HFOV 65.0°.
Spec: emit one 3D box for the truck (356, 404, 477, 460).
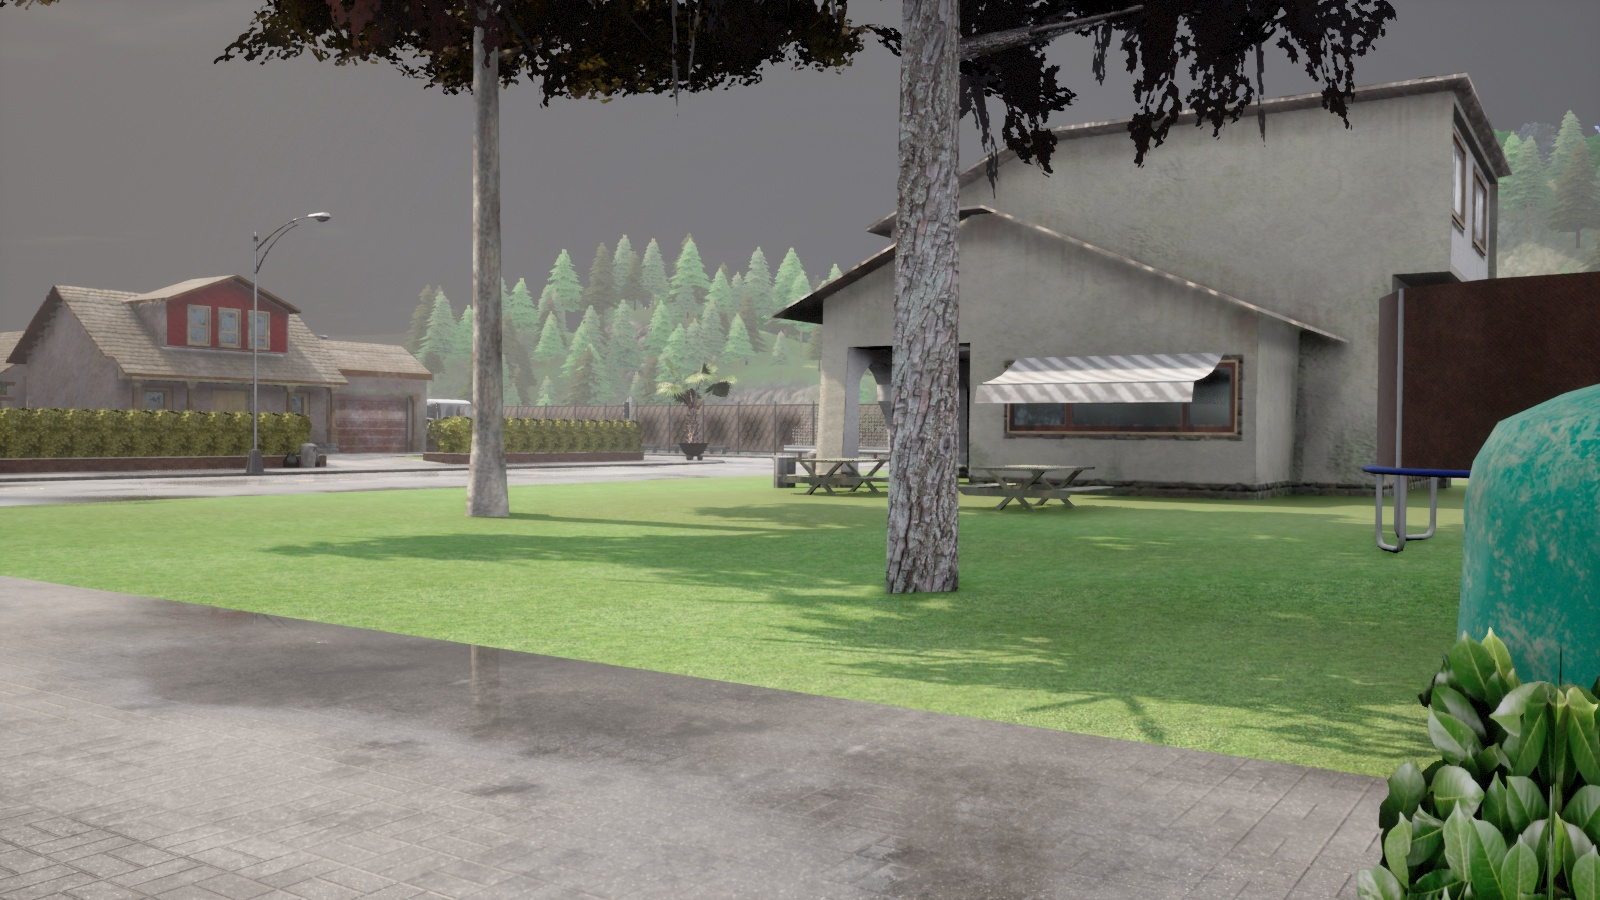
[{"bbox_3d":[-24.410,-1.120,79.860,7.936,3.462,2.891,0,1,33],"label":"truck"}]
